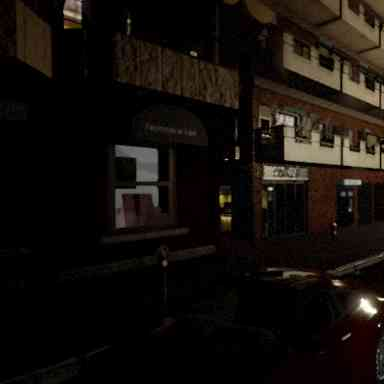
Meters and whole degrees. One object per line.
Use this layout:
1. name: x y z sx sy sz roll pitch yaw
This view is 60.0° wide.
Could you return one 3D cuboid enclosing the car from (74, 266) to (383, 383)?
1. car: 0.807 1.580 3.670 4.206 1.307 1.802 0 -1 -42
